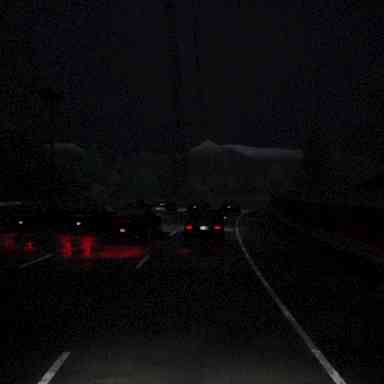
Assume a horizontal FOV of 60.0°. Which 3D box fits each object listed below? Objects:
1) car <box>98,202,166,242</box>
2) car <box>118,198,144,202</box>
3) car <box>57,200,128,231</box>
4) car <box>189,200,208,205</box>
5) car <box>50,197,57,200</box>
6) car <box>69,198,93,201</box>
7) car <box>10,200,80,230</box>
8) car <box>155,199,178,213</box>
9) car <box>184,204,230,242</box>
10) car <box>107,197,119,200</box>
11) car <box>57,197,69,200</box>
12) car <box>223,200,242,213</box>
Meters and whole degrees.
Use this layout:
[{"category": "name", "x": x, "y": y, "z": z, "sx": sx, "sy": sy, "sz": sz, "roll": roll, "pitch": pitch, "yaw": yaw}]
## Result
[{"category": "car", "x": -2.758, "y": 1.482, "z": 16.633, "sx": 1.882, "sy": 1.535, "sz": 5.008, "roll": 0, "pitch": 0, "yaw": 5}, {"category": "car", "x": -6.301, "y": 1.536, "z": 37.839, "sx": 1.812, "sy": 1.442, "sz": 4.674, "roll": 0, "pitch": 0, "yaw": 13}, {"category": "car", "x": -5.866, "y": 1.497, "z": 20.427, "sx": 2.128, "sy": 1.511, "sz": 4.902, "roll": 0, "pitch": 0, "yaw": 6}, {"category": "car", "x": 0.807, "y": 1.574, "z": 37.395, "sx": 1.994, "sy": 1.385, "sz": 4.181, "roll": 0, "pitch": 0, "yaw": 14}, {"category": "car", "x": -22.872, "y": 1.578, "z": 56.653, "sx": 1.994, "sy": 1.385, "sz": 4.181, "roll": 0, "pitch": 0, "yaw": 19}, {"category": "car", "x": -16.876, "y": 1.578, "z": 52.468, "sx": 1.994, "sy": 1.385, "sz": 4.181, "roll": 0, "pitch": 0, "yaw": 18}, {"category": "car", "x": -9.310, "y": 1.497, "z": 21.078, "sx": 2.128, "sy": 1.511, "sz": 4.902, "roll": 0, "pitch": 0, "yaw": 7}, {"category": "car", "x": -2.946, "y": 1.502, "z": 36.841, "sx": 2.128, "sy": 1.511, "sz": 4.902, "roll": 0, "pitch": 0, "yaw": 13}, {"category": "car", "x": 0.697, "y": 1.552, "z": 16.371, "sx": 2.033, "sy": 1.411, "sz": 5.357, "roll": 0, "pitch": 0, "yaw": 5}, {"category": "car", "x": -12.695, "y": 1.562, "z": 54.045, "sx": 2.033, "sy": 1.411, "sz": 5.357, "roll": 0, "pitch": 0, "yaw": 19}, {"category": "car", "x": -19.668, "y": 1.616, "z": 55.286, "sx": 1.895, "sy": 1.301, "sz": 4.718, "roll": 0, "pitch": 0, "yaw": 19}, {"category": "car", "x": 4.424, "y": 1.574, "z": 37.437, "sx": 1.994, "sy": 1.385, "sz": 4.181, "roll": 0, "pitch": 0, "yaw": 14}]
